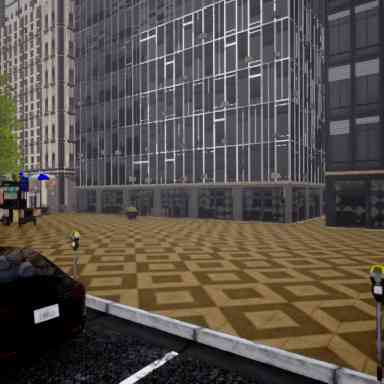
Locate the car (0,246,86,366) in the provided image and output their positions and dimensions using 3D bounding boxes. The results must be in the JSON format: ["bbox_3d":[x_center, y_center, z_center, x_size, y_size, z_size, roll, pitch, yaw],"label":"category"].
[{"bbox_3d":[-3.519,1.566,5.398,4.313,1.339,1.947,0,0,36],"label":"car"}]
